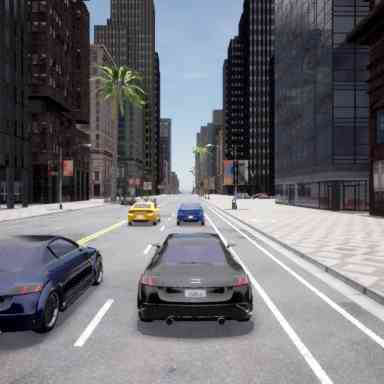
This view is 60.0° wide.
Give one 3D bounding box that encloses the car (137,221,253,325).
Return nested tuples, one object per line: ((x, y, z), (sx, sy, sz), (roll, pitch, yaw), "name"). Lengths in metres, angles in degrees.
((0.036, 1.563, 7.230), (1.994, 1.385, 4.181), (0, 0, 0), "car")

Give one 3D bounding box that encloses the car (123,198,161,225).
((-3.361, 1.477, 24.008), (1.882, 1.535, 5.008), (0, 0, 0), "car")

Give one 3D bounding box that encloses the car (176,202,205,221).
((-0.110, 1.477, 24.034), (1.882, 1.535, 5.008), (0, 0, -1), "car")

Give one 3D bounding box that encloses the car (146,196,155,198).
((-7.005, 1.499, 56.262), (2.128, 1.511, 4.902), (0, 0, 0), "car")

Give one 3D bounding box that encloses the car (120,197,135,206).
((-10.260, 1.483, 53.594), (1.882, 1.535, 5.008), (0, 0, 0), "car")

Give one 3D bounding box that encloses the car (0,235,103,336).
((-3.210, 1.563, 6.778), (1.994, 1.385, 4.181), (0, 0, 0), "car")
